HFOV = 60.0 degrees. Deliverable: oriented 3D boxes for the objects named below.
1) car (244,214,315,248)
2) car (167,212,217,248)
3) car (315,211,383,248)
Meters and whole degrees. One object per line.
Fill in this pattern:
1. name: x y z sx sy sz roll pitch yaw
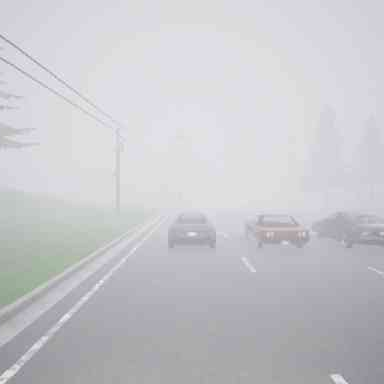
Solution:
1. car: 3.500 1.613 14.680 1.895 1.301 4.718 0 0 0
2. car: 0.000 1.569 14.650 1.994 1.385 4.181 0 0 0
3. car: 7.000 1.560 14.650 2.033 1.411 5.357 0 0 0
